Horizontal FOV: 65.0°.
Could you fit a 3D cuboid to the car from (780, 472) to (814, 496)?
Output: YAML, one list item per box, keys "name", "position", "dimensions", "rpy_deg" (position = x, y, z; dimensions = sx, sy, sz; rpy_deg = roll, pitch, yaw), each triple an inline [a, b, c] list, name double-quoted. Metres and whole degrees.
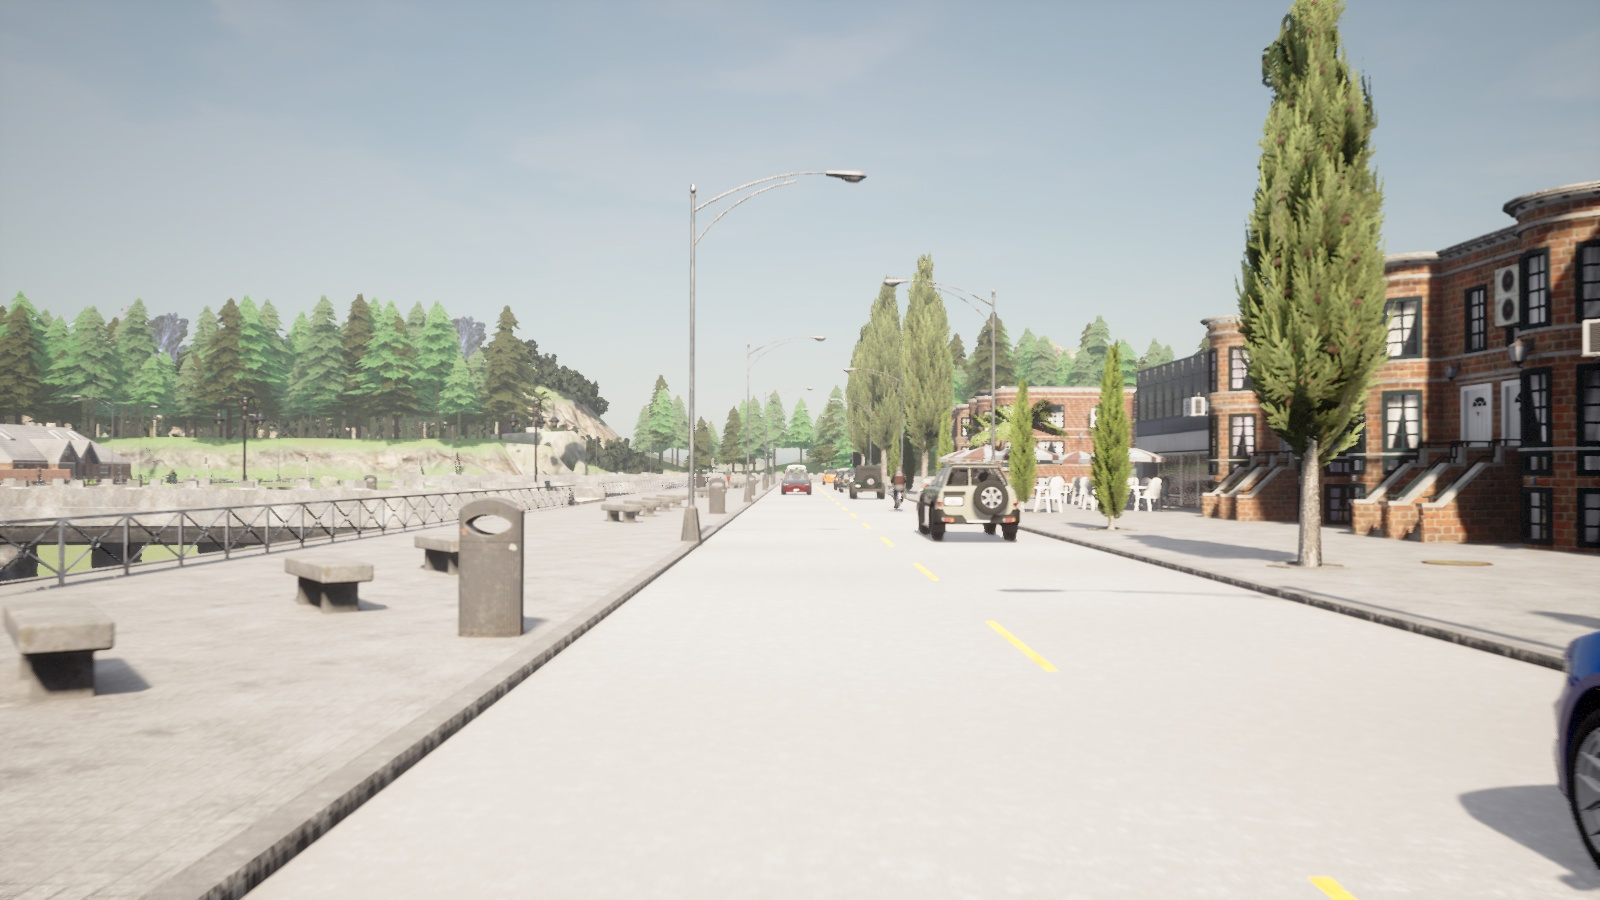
- name: "car"
  position: [-0.214, 2.196, 82.483]
  dimensions: [2.163, 1.488, 4.792]
  rpy_deg: [0, -1, 0]

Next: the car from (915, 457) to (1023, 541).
- name: "car"
  position: [3.921, 1.117, 29.918]
  dimensions: [1.932, 1.855, 4.605]
  rpy_deg: [0, -1, 0]

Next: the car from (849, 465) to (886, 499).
- name: "car"
  position: [3.813, 1.792, 71.502]
  dimensions: [1.905, 1.878, 3.866]
  rpy_deg: [0, -1, 0]

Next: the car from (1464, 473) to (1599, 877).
- name: "car"
  position: [3.991, 0.831, 3.237]
  dimensions: [1.882, 1.535, 5.008]
  rpy_deg: [0, -1, 0]

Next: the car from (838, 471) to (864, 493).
- name: "car"
  position: [3.759, 2.333, 92.901]
  dimensions: [1.789, 1.549, 3.705]
  rpy_deg: [0, -1, 0]
